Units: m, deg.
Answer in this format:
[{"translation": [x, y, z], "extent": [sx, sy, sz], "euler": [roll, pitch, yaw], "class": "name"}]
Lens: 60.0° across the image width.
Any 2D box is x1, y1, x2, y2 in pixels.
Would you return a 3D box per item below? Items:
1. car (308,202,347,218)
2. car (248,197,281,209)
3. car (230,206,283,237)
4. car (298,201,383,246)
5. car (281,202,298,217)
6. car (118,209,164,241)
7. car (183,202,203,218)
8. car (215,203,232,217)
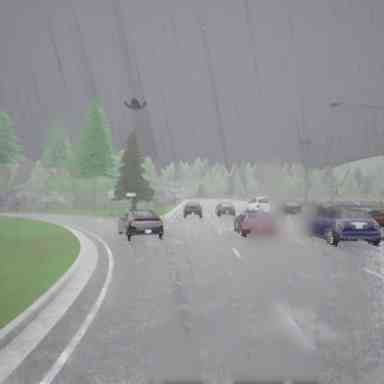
[{"translation": [14.103, 1.841, 34.962], "extent": [2.128, 1.511, 4.902], "euler": [0, -1, 0], "class": "car"}, {"translation": [7.103, 1.563, 34.100], "extent": [2.150, 2.045, 5.566], "euler": [0, -1, 0], "class": "car"}, {"translation": [3.602, 1.759, 19.433], "extent": [1.994, 1.385, 4.181], "euler": [0, -1, 0], "class": "car"}, {"translation": [7.100, 1.515, 16.248], "extent": [2.097, 1.767, 4.553], "euler": [0, -1, 0], "class": "car"}, {"translation": [10.604, 1.843, 36.550], "extent": [1.882, 1.535, 5.008], "euler": [0, -1, 0], "class": "car"}, {"translation": [-2.877, 1.674, 18.014], "extent": [2.128, 1.511, 4.902], "euler": [0, -1, -20], "class": "car"}, {"translation": [0.103, 1.857, 35.020], "extent": [1.837, 1.490, 4.892], "euler": [0, -1, 0], "class": "car"}, {"translation": [3.589, 1.887, 36.043], "extent": [1.812, 1.442, 4.674], "euler": [0, -1, 0], "class": "car"}]
